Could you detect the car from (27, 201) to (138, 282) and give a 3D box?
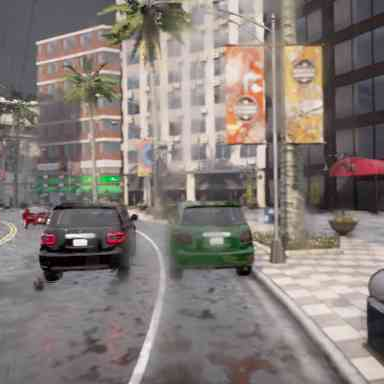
[{"bbox_3d":[-2.945,1.313,10.417,2.150,2.045,5.566,-1,-1,-7],"label":"car"}]

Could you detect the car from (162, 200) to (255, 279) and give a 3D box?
[{"bbox_3d":[0.285,1.269,10.493,2.150,2.045,5.566,-1,0,-6],"label":"car"}]

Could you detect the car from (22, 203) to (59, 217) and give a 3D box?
[{"bbox_3d":[-17.129,1.984,37.466,5.357,1.411,2.033,-1,0,44],"label":"car"}]

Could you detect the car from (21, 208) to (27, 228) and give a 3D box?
[{"bbox_3d":[-11.544,1.770,24.822,1.882,1.535,5.008,-1,0,-30],"label":"car"}]

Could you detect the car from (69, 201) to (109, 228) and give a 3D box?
[{"bbox_3d":[-7.991,1.600,25.596,2.097,1.767,4.553,-1,0,-28],"label":"car"}]
